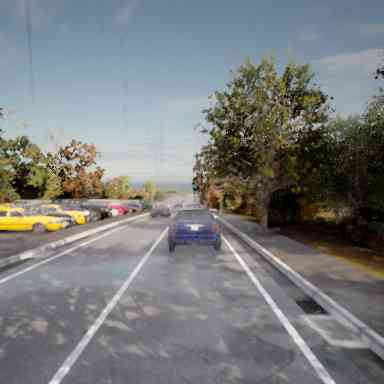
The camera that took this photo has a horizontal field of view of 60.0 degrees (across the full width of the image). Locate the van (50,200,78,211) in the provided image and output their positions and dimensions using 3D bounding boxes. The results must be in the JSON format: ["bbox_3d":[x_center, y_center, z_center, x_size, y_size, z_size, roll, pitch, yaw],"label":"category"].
[{"bbox_3d":[-23.496,2.533,61.214,4.442,1.987,1.878,0,-2,0],"label":"van"}]

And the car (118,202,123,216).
[{"bbox_3d":[-10.321,2.059,36.094,4.674,1.452,2.002,0,-2,0],"label":"car"}]

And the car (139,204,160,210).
[{"bbox_3d":[-10.292,3.590,80.466,4.892,1.521,2.231,0,-2,0],"label":"car"}]

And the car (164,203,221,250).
[{"bbox_3d":[0.103,1.449,14.830,2.097,1.767,4.553,0,-1,0],"label":"car"}]

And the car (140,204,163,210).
[{"bbox_3d":[-10.098,3.706,83.239,5.366,1.575,1.946,0,-2,0],"label":"car"}]

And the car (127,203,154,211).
[{"bbox_3d":[-10.291,2.991,66.598,5.008,1.535,2.097,0,-2,0],"label":"car"}]

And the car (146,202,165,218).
[{"bbox_3d":[-3.339,2.082,36.185,2.033,1.411,5.357,0,-2,0],"label":"car"}]

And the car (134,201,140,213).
[{"bbox_3d":[-10.281,2.348,47.194,4.792,1.488,2.163,0,-2,0],"label":"car"}]

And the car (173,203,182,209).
[{"bbox_3d":[-3.257,3.162,76.762,1.994,1.385,4.181,0,-2,0],"label":"car"}]

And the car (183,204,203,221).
[{"bbox_3d":[0.107,1.946,32.637,1.837,1.490,4.892,0,-2,0],"label":"car"}]

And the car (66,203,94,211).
[{"bbox_3d":[-23.368,3.117,69.507,5.008,1.535,2.097,0,-2,0],"label":"car"}]

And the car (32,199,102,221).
[{"bbox_3d":[-10.356,1.672,27.778,4.553,1.767,2.185,0,-2,0],"label":"car"}]

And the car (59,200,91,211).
[{"bbox_3d":[-23.348,2.741,66.626,5.566,2.045,2.435,0,-2,0],"label":"car"}]

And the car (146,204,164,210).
[{"bbox_3d":[-10.249,4.097,91.559,4.792,1.488,2.163,0,-2,0],"label":"car"}]

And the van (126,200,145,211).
[{"bbox_3d":[-10.190,2.243,52.753,4.442,1.987,1.878,0,-2,0],"label":"van"}]

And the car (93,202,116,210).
[{"bbox_3d":[-23.331,3.700,88.892,5.566,2.045,2.435,0,-2,0],"label":"car"}]

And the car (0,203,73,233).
[{"bbox_3d":[-10.145,1.617,19.459,5.366,1.575,1.946,0,-1,0],"label":"car"}]

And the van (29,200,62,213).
[{"bbox_3d":[-23.269,2.248,52.924,4.442,1.987,1.878,0,-2,0],"label":"van"}]

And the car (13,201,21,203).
[{"bbox_3d":[-23.391,2.096,38.948,5.008,1.535,2.097,0,-2,0],"label":"car"}]

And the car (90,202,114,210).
[{"bbox_3d":[-23.334,3.581,86.125,5.566,2.045,2.435,0,-2,0],"label":"car"}]

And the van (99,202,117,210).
[{"bbox_3d":[-23.241,3.845,91.658,4.442,1.987,1.878,0,-2,0],"label":"van"}]

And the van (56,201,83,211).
[{"bbox_3d":[-23.495,2.647,63.857,4.442,1.987,1.878,0,-2,0],"label":"van"}]

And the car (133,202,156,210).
[{"bbox_3d":[-10.261,3.105,72.150,4.553,1.767,2.185,0,-2,0],"label":"car"}]

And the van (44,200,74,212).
[{"bbox_3d":[-23.266,2.408,58.313,4.442,1.987,1.878,0,-2,0],"label":"van"}]

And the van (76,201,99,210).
[{"bbox_3d":[-23.487,3.124,74.927,4.442,1.987,1.878,0,-2,0],"label":"van"}]

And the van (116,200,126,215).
[{"bbox_3d":[-10.433,1.869,38.877,4.442,1.987,1.878,0,-2,0],"label":"van"}]

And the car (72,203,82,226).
[{"bbox_3d":[-10.334,1.672,22.227,4.892,1.521,2.231,0,-1,0],"label":"car"}]

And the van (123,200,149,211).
[{"bbox_3d":[-10.184,2.527,61.060,4.442,1.987,1.878,0,-2,0],"label":"van"}]

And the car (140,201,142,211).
[{"bbox_3d":[-10.311,2.434,49.970,4.674,1.452,2.002,0,-2,0],"label":"car"}]

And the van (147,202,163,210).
[{"bbox_3d":[-10.392,3.961,94.344,4.442,1.987,1.878,0,-2,0],"label":"van"}]

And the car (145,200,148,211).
[{"bbox_3d":[-10.334,2.573,55.527,4.792,1.488,2.163,0,-2,0],"label":"car"}]

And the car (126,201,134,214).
[{"bbox_3d":[-10.320,2.169,41.646,5.008,1.535,2.097,0,-2,0],"label":"car"}]

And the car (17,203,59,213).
[{"bbox_3d":[-23.204,2.396,50.151,5.366,1.575,1.946,0,-2,0],"label":"car"}]

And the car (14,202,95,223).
[{"bbox_3d":[-10.333,1.730,24.999,5.008,1.535,2.097,0,-1,0],"label":"car"}]

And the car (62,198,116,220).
[{"bbox_3d":[-10.294,1.618,30.552,5.566,2.045,2.435,0,-2,0],"label":"car"}]

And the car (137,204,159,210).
[{"bbox_3d":[-10.282,3.471,77.692,4.892,1.521,2.231,0,-2,0],"label":"car"}]

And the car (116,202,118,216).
[{"bbox_3d":[-10.350,1.974,33.320,4.792,1.488,2.163,0,-2,0],"label":"car"}]

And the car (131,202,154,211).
[{"bbox_3d":[-10.263,2.986,69.377,4.553,1.767,2.185,0,-2,0],"label":"car"}]
